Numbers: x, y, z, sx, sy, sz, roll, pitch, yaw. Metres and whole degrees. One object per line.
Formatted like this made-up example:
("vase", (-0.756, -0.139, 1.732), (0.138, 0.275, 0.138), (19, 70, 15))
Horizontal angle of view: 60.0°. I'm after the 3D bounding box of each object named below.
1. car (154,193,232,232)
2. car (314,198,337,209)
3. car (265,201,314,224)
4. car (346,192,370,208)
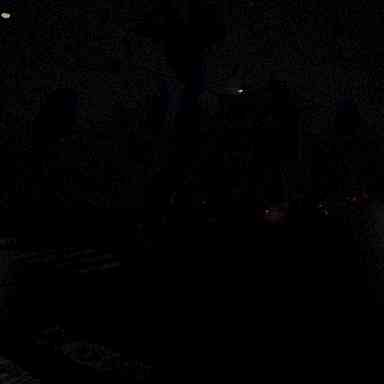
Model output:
("car", (0.255, 1.073, 19.299), (2.150, 2.045, 5.566), (0, 0, 36))
("car", (16.757, 1.407, 41.817), (1.895, 1.301, 4.718), (0, 0, 37))
("car", (6.630, 1.359, 23.030), (1.812, 1.442, 4.674), (0, 0, 36))
("car", (22.124, 1.048, 44.258), (2.150, 2.045, 5.566), (0, 0, 36))
